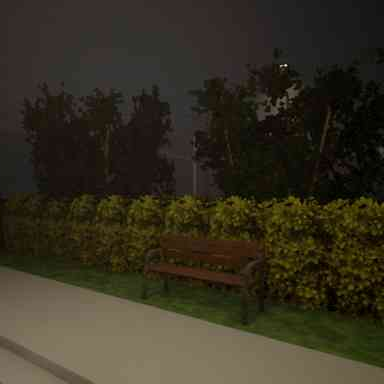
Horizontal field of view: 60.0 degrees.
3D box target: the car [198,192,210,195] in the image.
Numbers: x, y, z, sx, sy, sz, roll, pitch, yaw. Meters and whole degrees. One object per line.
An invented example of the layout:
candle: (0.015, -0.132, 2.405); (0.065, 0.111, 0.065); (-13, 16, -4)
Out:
car: (2.423, 0.746, 71.378); (2.033, 1.411, 5.357); (0, 1, 35)
